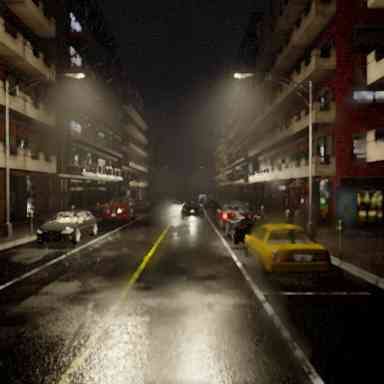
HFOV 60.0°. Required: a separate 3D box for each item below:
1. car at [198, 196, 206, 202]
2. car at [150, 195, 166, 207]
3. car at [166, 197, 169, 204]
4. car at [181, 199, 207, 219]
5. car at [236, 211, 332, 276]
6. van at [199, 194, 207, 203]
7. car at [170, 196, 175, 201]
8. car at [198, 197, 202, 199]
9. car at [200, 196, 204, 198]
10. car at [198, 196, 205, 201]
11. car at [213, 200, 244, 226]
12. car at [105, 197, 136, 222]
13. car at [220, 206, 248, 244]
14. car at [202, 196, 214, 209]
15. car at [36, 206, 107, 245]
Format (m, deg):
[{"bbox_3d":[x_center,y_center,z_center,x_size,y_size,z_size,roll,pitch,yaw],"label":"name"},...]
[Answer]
[{"bbox_3d":[2.483,1.704,82.939,2.008,1.369,4.403,-1,0,0],"label":"car"},{"bbox_3d":[-5.830,1.653,54.938,2.008,1.369,4.403,-1,0,0],"label":"car"},{"bbox_3d":[-5.847,1.428,60.541,2.192,1.841,5.009,-1,0,0],"label":"car"},{"bbox_3d":[0.031,1.618,30.207,1.994,1.385,4.181,0,0,0],"label":"car"},{"bbox_3d":[2.657,1.543,10.283,1.752,1.417,4.829,-1,0,0],"label":"car"},{"bbox_3d":[2.493,1.483,77.338,1.690,1.788,3.998,-1,0,0],"label":"van"},{"bbox_3d":[-5.925,1.746,94.151,1.947,1.339,4.313,-1,0,0],"label":"car"},{"bbox_3d":[-0.006,1.683,45.652,1.895,1.301,4.718,0,0,0],"label":"car"},{"bbox_3d":[2.563,1.639,49.328,2.008,1.369,4.403,-1,0,0],"label":"car"},{"bbox_3d":[2.468,1.709,88.541,1.887,1.381,4.507,-1,0,0],"label":"car"},{"bbox_3d":[2.629,1.477,21.318,1.967,1.590,4.097,-1,0,0],"label":"car"},{"bbox_3d":[-5.766,1.366,26.928,2.192,1.841,5.009,-1,0,0],"label":"car"},{"bbox_3d":[2.645,1.593,15.715,1.947,1.339,4.313,-1,0,0],"label":"car"},{"bbox_3d":[2.577,1.644,43.725,1.947,1.339,4.313,-1,0,0],"label":"car"},{"bbox_3d":[-5.735,1.581,15.724,2.008,1.369,4.403,-1,0,0],"label":"car"}]
